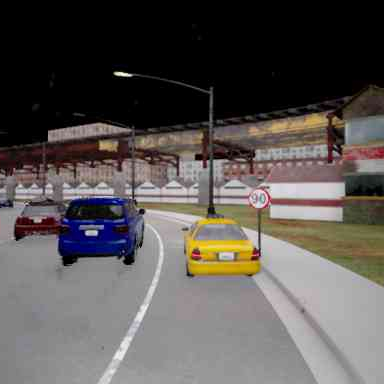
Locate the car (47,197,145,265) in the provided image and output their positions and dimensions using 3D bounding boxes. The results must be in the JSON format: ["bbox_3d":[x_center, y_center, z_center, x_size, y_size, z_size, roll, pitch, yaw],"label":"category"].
[{"bbox_3d":[-2.942,1.200,11.790,2.150,2.045,5.566,0,0,-4],"label":"car"}]

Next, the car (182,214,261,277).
[{"bbox_3d":[0.677,1.445,10.170,1.801,1.575,5.366,0,0,-3],"label":"car"}]

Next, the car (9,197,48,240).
[{"bbox_3d":[-7.261,1.309,16.913,2.097,1.767,4.553,0,0,-10],"label":"car"}]

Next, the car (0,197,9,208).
[{"bbox_3d":[-24.957,1.399,43.047,4.674,1.442,1.812,0,0,36],"label":"car"}]

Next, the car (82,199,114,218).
[{"bbox_3d":[-8.659,1.439,30.316,1.837,1.490,4.892,1,-1,-28],"label":"car"}]
